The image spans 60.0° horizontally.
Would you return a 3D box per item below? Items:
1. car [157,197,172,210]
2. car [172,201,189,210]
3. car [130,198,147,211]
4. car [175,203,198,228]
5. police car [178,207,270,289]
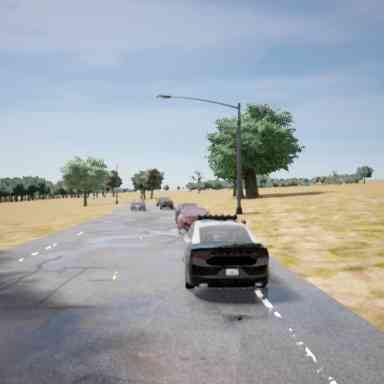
[{"bbox_3d":[-3.536,1.680,46.160,1.837,1.490,4.892,0,-1,-7],"label":"car"},{"bbox_3d":[-0.363,1.564,25.325,1.837,1.490,4.892,0,0,-5],"label":"car"},{"bbox_3d":[-6.726,1.627,41.830,2.128,1.511,4.902,0,0,-7],"label":"car"},{"bbox_3d":[0.098,1.568,19.308,1.812,1.442,4.674,0,0,-4],"label":"car"},{"bbox_3d":[0.695,1.442,9.378,1.930,1.638,5.238,0,0,-3],"label":"police car"}]
